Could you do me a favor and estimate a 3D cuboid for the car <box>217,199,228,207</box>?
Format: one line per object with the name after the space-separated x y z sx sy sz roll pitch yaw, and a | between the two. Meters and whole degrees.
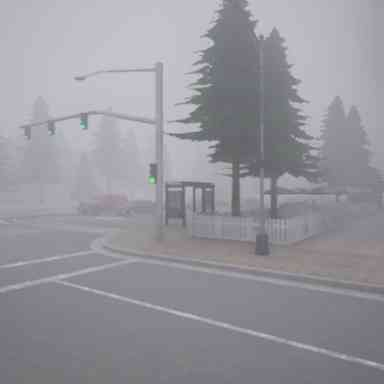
3.121 1.622 48.492 4.718 1.301 1.895 0 0 -45 | car

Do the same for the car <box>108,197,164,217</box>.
-5.311 1.519 32.171 1.837 1.490 4.892 0 0 36 | car

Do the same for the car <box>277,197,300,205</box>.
16.465 1.606 57.966 4.718 1.301 1.895 0 0 -24 | car

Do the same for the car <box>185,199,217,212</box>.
0.419 1.561 40.055 2.033 1.411 5.357 0 0 37 | car

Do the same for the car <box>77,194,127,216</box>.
-8.737 1.247 33.431 2.150 2.045 5.566 0 0 36 | car

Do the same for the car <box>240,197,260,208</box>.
7.861 1.512 48.098 4.892 1.490 1.837 -1 0 -40 | car
